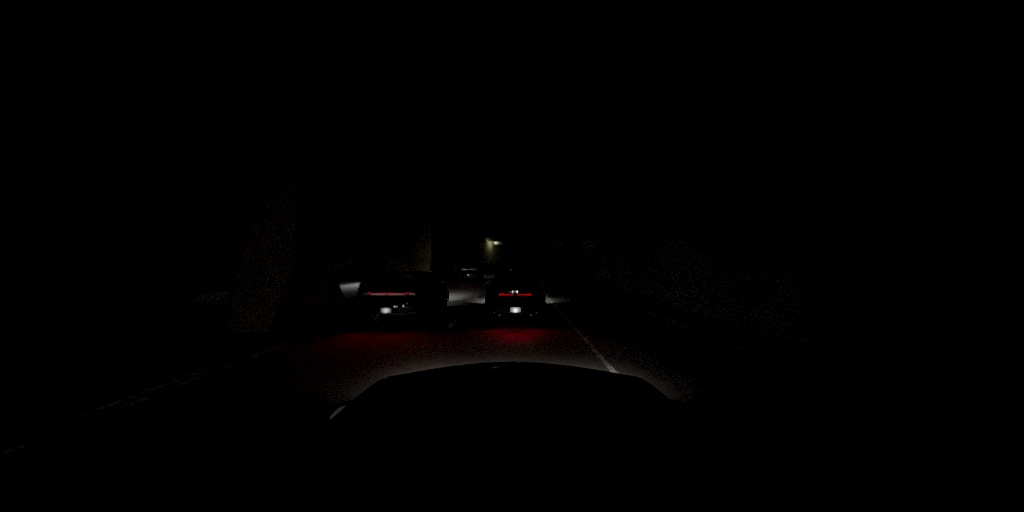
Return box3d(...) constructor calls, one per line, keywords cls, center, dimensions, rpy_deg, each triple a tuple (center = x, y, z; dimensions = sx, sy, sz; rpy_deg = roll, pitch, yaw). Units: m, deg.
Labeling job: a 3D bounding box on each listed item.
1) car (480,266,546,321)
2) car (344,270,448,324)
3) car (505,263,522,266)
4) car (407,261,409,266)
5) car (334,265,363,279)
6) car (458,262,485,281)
box3d(cls="car", center=(0.099, 1.271, 12.502), dimensions=(1.837, 1.490, 4.892), rpy_deg=(0, 0, 0))
box3d(cls="car", center=(-3.401, 1.257, 12.097), dimensions=(2.128, 1.511, 4.902), rpy_deg=(0, 0, 0))
box3d(cls="car", center=(0.096, 1.298, 30.410), dimensions=(1.837, 1.490, 4.892), rpy_deg=(0, 0, 0))
box3d(cls="car", center=(-10.626, 1.395, 31.348), dimensions=(1.895, 1.301, 4.718), rpy_deg=(0, 0, 0))
box3d(cls="car", center=(-14.118, 1.393, 30.551), dimensions=(1.895, 1.301, 4.718), rpy_deg=(0, 0, 0))
box3d(cls="car", center=(-3.403, 1.284, 30.324), dimensions=(2.128, 1.511, 4.902), rpy_deg=(0, 0, 0))
